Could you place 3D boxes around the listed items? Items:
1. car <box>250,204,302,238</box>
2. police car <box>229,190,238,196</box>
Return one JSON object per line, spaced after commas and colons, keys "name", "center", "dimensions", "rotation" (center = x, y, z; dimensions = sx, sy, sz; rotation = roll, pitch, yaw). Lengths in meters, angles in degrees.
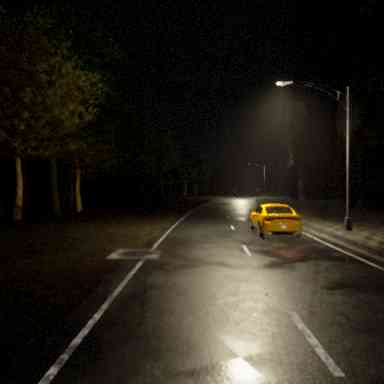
{"name": "car", "center": [4.123, 1.344, 16.911], "dimensions": [1.882, 1.535, 5.008], "rotation": [0, 1, 3]}
{"name": "police car", "center": [11.144, 0.255, 89.963], "dimensions": [1.930, 1.638, 5.238], "rotation": [0, 1, 15]}
